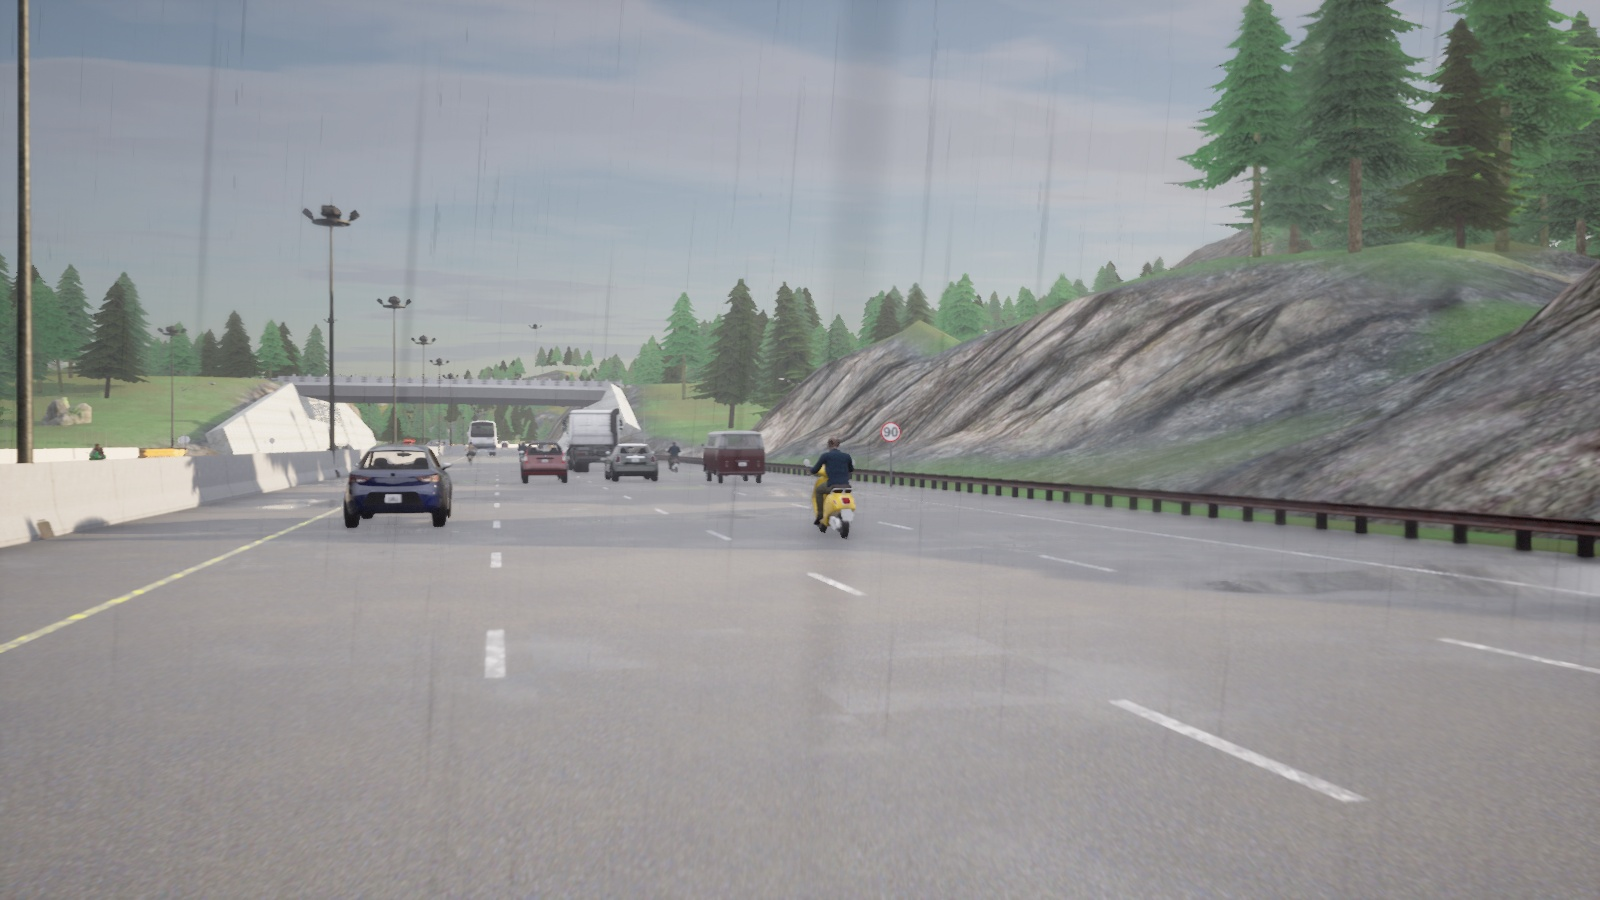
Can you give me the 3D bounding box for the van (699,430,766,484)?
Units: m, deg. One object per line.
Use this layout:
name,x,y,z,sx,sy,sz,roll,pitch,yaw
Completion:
van,-2.620,0.243,48.070,1.775,1.987,4.442,0,0,-14

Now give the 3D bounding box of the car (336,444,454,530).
car,-7.592,0.627,23.879,1.816,1.474,4.193,0,0,-14

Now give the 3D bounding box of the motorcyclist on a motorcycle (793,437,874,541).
motorcyclist on a motorcycle,0.511,0.594,20.132,0.866,1.590,1.817,0,0,-14

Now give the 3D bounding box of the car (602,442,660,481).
car,-6.862,0.437,50.727,1.970,1.475,3.806,0,0,-14

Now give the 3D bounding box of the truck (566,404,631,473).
truck,-10.996,-0.604,67.889,2.891,3.462,7.936,0,0,-14

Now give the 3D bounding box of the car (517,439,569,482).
car,-10.106,0.376,49.257,1.851,1.617,3.988,0,0,-14
